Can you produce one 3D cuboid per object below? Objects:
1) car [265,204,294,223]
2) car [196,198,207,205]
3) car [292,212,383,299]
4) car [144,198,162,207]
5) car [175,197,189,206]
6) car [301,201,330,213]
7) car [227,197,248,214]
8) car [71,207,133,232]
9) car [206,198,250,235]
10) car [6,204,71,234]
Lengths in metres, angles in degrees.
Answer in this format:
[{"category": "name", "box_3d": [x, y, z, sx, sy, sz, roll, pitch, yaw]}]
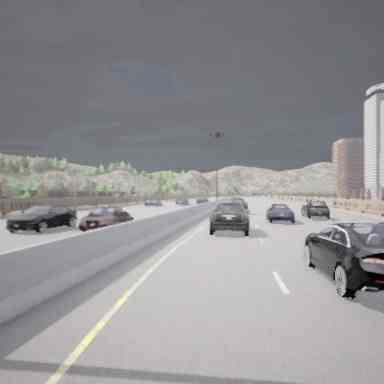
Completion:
[{"category": "car", "box_3d": [6.923, 1.629, 26.361, 1.994, 1.385, 4.181, 0, 0, 9]}, {"category": "car", "box_3d": [1.947, 1.736, 61.311, 2.033, 1.411, 5.357, 0, 0, 10]}, {"category": "car", "box_3d": [4.213, 1.513, 8.430, 2.128, 1.511, 4.902, 0, 0, 5]}, {"category": "car", "box_3d": [-6.331, 1.711, 54.375, 1.895, 1.301, 4.718, 0, 0, 10]}, {"category": "car", "box_3d": [-1.722, 1.656, 60.623, 2.128, 1.511, 4.902, 0, 0, 10]}, {"category": "car", "box_3d": [11.079, 1.584, 30.069, 2.128, 1.511, 4.902, 0, 0, 9]}, {"category": "car", "box_3d": [5.121, 1.442, 36.938, 2.097, 1.767, 4.553, 0, 0, 9]}, {"category": "car", "box_3d": [-5.021, 1.567, 19.785, 1.994, 1.385, 4.181, 0, 0, 9]}, {"category": "car", "box_3d": [2.222, 1.383, 19.204, 2.097, 1.767, 4.553, 0, 0, 9]}, {"category": "car", "box_3d": [-8.610, 1.467, 19.538, 1.882, 1.535, 5.008, 0, 0, 9]}]
